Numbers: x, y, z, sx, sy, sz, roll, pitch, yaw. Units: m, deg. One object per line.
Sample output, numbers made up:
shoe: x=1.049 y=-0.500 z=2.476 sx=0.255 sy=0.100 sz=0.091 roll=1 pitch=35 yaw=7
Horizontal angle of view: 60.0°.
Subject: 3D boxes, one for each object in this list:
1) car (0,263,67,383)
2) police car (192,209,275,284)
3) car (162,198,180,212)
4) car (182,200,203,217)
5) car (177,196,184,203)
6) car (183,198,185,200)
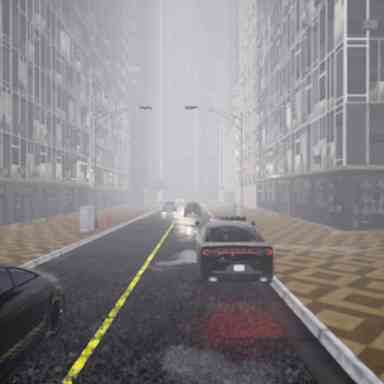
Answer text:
car: x=-3.097 y=1.602 z=3.916 sx=1.994 sy=1.385 sz=4.181 roll=0 pitch=-1 yaw=0
police car: x=1.058 y=1.524 z=10.039 sx=1.930 sy=1.638 sz=5.238 roll=0 pitch=-1 yaw=0
car: x=-3.060 y=1.990 z=46.008 sx=1.812 sy=1.442 sz=4.674 roll=0 pitch=-1 yaw=0
car: x=0.089 y=1.861 z=35.579 sx=1.837 sy=1.490 sz=4.892 roll=0 pitch=-1 yaw=0
car: x=-2.939 y=2.114 z=84.648 sx=2.150 sy=2.045 sz=5.566 roll=0 pitch=-1 yaw=0
car: x=0.062 y=1.964 z=48.043 sx=1.882 sy=1.535 sz=5.008 roll=0 pitch=-1 yaw=1
